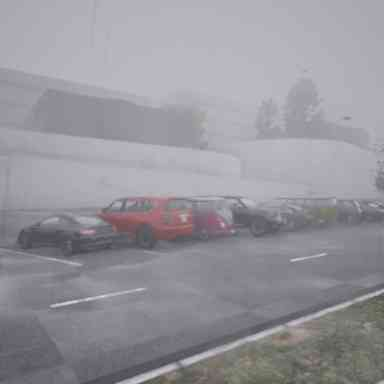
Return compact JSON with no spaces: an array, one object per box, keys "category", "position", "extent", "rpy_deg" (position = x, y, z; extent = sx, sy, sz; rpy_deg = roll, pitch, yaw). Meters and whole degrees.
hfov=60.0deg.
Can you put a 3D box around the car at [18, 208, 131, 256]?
[{"category":"car","position":[-4.906,1.533,13.095],"extent":[4.674,1.452,2.002],"rpy_deg":[-1,0,35]}]

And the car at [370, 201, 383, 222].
[{"category":"car","position":[12.106,1.472,25.207],"extent":[4.674,1.452,2.002],"rpy_deg":[-1,0,35]}]

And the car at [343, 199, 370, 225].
[{"category":"car","position":[9.698,1.315,23.464],"extent":[4.553,1.767,2.185],"rpy_deg":[-1,0,35]}]

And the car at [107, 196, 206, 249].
[{"category":"car","position":[-2.506,1.238,14.845],"extent":[5.566,2.045,2.435],"rpy_deg":[-1,0,35]}]

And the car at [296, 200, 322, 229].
[{"category":"car","position":[4.818,1.462,20.016],"extent":[4.892,1.521,2.231],"rpy_deg":[-1,0,35]}]

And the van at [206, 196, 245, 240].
[{"category":"van","position":[0.051,1.253,16.501],"extent":[4.442,1.987,1.878],"rpy_deg":[-1,-1,35]}]

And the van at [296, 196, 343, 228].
[{"category":"van","position":[7.144,1.227,21.817],"extent":[4.442,1.987,1.878],"rpy_deg":[-1,0,35]}]

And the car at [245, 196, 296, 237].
[{"category":"car","position":[2.408,1.219,18.281],"extent":[5.566,2.045,2.435],"rpy_deg":[-1,-1,35]}]
